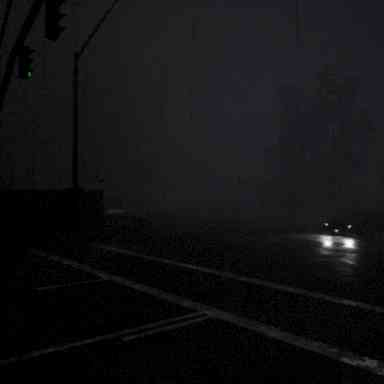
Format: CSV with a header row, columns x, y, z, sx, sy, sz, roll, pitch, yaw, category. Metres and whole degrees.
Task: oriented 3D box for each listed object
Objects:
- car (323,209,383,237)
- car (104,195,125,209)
x,y,z,sx,sy,sz,roll,pitch,yaw,category
10.008,1.730,19.599,5.357,1.411,2.033,0,0,-35,car
-12.039,1.449,49.709,2.150,2.045,5.566,0,-1,-37,car
